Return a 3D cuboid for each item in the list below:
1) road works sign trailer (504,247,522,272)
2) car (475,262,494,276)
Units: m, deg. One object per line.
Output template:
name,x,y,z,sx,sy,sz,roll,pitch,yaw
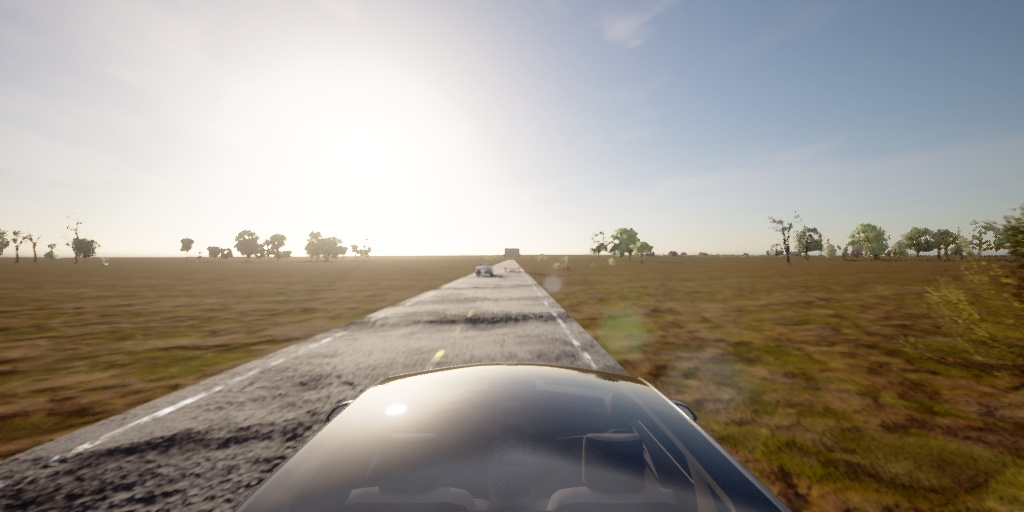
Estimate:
road works sign trailer,0.011,0.530,52.737,2.380,3.560,2.880,0,0,0
car,-3.056,1.483,40.624,2.128,1.511,4.902,0,0,0
